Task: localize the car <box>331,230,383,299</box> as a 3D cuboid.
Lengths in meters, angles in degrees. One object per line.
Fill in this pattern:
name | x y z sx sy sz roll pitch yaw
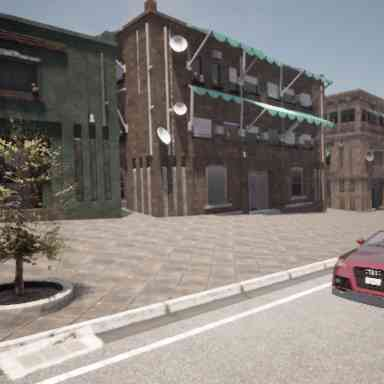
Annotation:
car | 5.088 1.615 7.936 4.181 1.385 1.994 1 -1 -42
